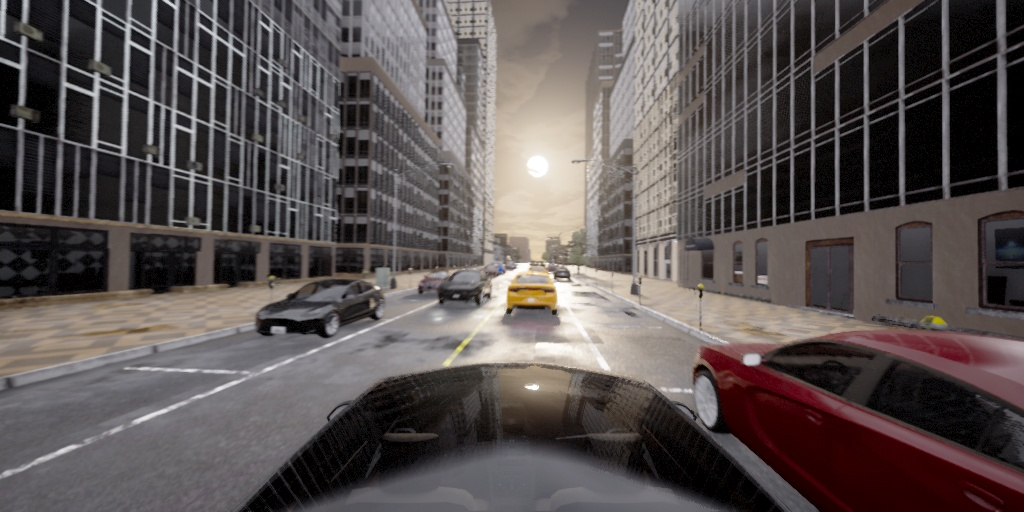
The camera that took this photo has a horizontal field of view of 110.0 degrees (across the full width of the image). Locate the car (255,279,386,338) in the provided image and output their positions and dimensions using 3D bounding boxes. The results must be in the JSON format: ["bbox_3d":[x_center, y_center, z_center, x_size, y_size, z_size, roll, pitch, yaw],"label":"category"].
[{"bbox_3d":[-5.189,1.353,10.369,1.948,1.339,4.313,0,0,4],"label":"car"}]

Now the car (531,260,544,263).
[{"bbox_3d":[3.334,1.604,47.206,2.150,2.045,5.566,1,-1,4],"label":"car"}]

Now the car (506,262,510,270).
[{"bbox_3d":[-1.857,1.995,55.781,1.802,1.307,4.207,0,0,4],"label":"car"}]

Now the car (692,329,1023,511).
[{"bbox_3d":[3.104,1.285,2.600,1.882,1.535,5.008,1,-1,4],"label":"car"}]

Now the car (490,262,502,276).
[{"bbox_3d":[-2.690,1.804,44.428,1.888,1.381,4.507,0,0,4],"label":"car"}]

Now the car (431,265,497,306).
[{"bbox_3d":[-2.088,1.397,17.109,1.882,1.535,5.008,1,-1,4],"label":"car"}]

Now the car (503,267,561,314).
[{"bbox_3d":[0.868,1.414,14.966,1.882,1.535,5.008,1,-1,4],"label":"car"}]

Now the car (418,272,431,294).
[{"bbox_3d":[-4.356,1.528,21.720,1.802,1.307,4.207,0,0,4],"label":"car"}]

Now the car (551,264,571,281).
[{"bbox_3d":[5.250,1.862,38.124,1.948,1.339,4.313,0,0,4],"label":"car"}]

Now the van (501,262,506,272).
[{"bbox_3d":[-2.273,1.677,50.105,1.690,1.789,3.998,0,0,4],"label":"van"}]

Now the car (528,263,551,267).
[{"bbox_3d":[2.121,1.634,30.754,1.882,1.535,5.008,1,-1,4],"label":"car"}]
